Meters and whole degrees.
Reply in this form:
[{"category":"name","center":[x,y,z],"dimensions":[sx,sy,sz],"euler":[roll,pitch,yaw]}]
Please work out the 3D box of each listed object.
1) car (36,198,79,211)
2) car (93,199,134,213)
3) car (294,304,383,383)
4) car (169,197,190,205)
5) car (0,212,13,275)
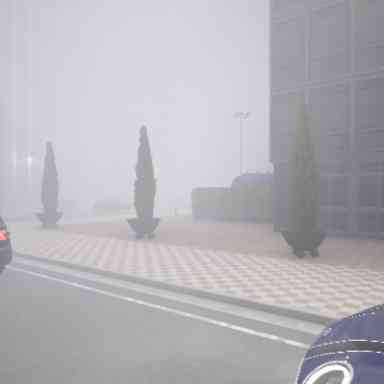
[{"category":"car","center":[-15.632,1.466,38.928],"dimensions":[2.128,1.511,4.902],"euler":[0,0,35]},{"category":"car","center":[-8.517,1.472,36.554],"dimensions":[2.128,1.511,4.902],"euler":[0,0,35]},{"category":"car","center":[2.925,1.353,1.904],"dimensions":[4.553,1.767,2.097],"euler":[0,0,36]},{"category":"car","center":[-2.200,1.540,58.057],"dimensions":[1.994,1.385,4.181],"euler":[0,0,36]},{"category":"car","center":[-7.074,1.215,9.017],"dimensions":[5.566,2.045,2.150],"euler":[0,0,36]}]
